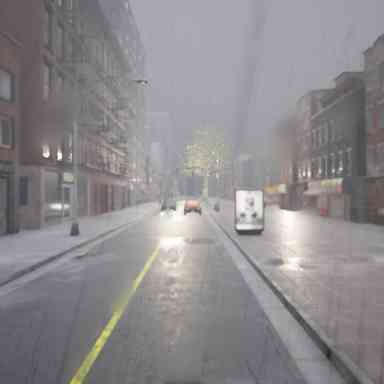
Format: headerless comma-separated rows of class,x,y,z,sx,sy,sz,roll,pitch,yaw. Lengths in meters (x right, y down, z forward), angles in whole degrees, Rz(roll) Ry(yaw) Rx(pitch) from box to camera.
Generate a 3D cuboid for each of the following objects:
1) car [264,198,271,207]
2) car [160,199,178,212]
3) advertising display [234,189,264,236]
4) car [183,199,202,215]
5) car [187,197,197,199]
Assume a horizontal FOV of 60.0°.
car,10.940,1.677,55.498,4.097,1.590,1.967,0,-1,0
car,-2.779,1.627,41.192,1.837,1.490,4.892,0,-1,1
advertising display,3.011,1.075,17.528,1.540,2.440,0.280,0,0,0
car,0.077,1.702,35.473,1.895,1.301,4.718,0,0,0
car,0.012,1.484,45.380,2.097,1.767,4.553,0,0,0
